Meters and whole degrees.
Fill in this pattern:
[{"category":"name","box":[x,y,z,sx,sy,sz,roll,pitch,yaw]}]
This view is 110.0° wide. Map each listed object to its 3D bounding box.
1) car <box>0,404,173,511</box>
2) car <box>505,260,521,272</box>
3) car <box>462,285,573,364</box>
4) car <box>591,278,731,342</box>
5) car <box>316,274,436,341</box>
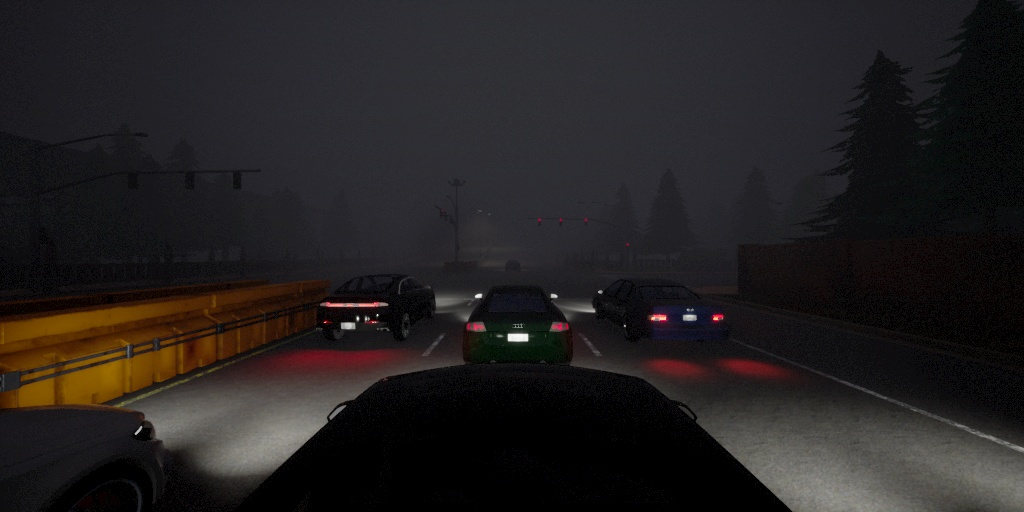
[{"category":"car","box":[-3.403,1.276,0.632,1.812,1.442,4.674,0,0,0]},{"category":"car","box":[0.103,1.228,46.022,1.882,1.535,5.008,0,0,0]},{"category":"car","box":[0.099,1.314,7.917,1.994,1.385,4.181,0,0,0]},{"category":"car","box":[3.601,1.297,9.774,2.033,1.411,5.357,0,0,0]},{"category":"car","box":[-3.399,1.241,9.869,2.128,1.511,4.902,0,0,0]}]
